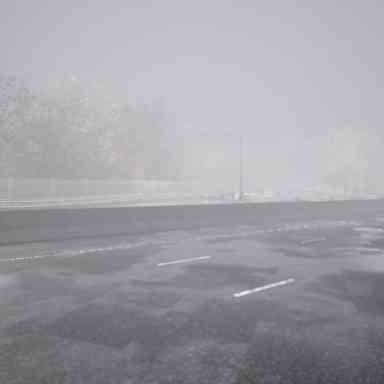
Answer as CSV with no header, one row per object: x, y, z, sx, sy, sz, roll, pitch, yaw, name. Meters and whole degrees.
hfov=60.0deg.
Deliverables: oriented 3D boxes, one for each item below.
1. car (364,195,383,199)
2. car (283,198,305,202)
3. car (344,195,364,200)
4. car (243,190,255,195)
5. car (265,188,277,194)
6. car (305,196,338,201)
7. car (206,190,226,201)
30.965,1.342,54.996,5.008,1.535,1.882,0,0,-38,car
14.932,1.439,46.988,4.718,1.301,1.895,0,0,-38,car
27.985,1.341,57.118,4.902,1.511,2.128,0,0,-37,car
11.439,0.410,68.770,2.128,1.511,4.902,0,2,30,car
19.535,-0.218,82.093,1.882,1.535,5.008,0,3,32,car
17.821,1.335,44.804,5.008,1.535,1.882,0,0,-38,car
4.016,0.539,55.326,2.097,1.767,4.553,0,1,28,car
